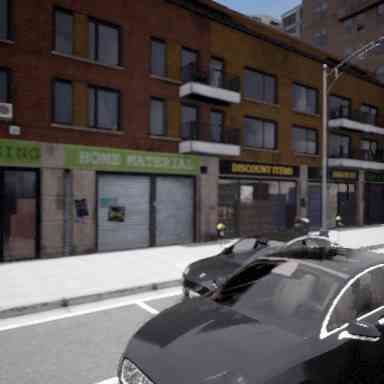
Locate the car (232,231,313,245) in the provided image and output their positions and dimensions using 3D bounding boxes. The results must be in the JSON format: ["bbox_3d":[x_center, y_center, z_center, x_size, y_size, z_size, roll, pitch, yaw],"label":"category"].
[{"bbox_3d":[1.831,1.607,7.496,4.313,1.339,1.947,1,0,-36],"label":"car"}]

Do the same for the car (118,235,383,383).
[{"bbox_3d":[1.517,1.530,4.155,4.892,1.490,1.837,1,0,-35],"label":"car"}]
